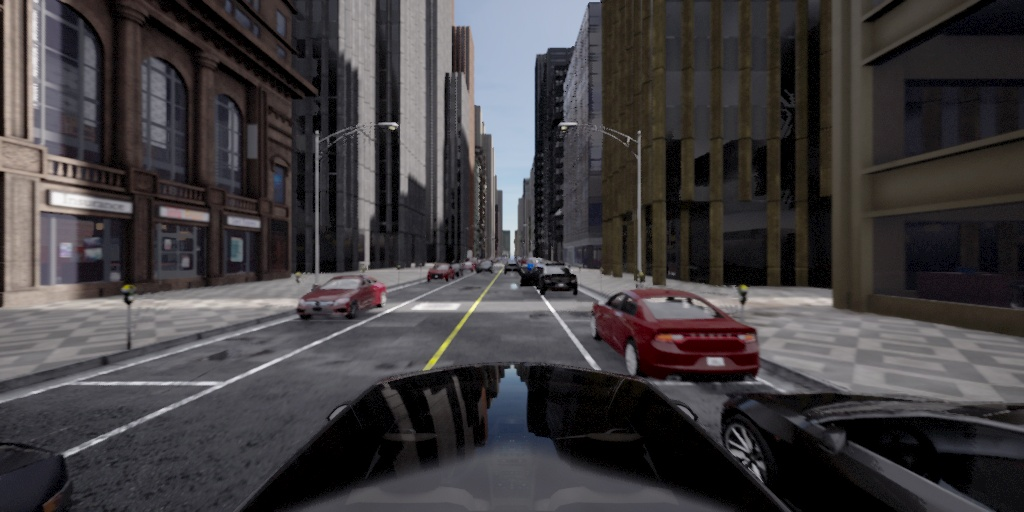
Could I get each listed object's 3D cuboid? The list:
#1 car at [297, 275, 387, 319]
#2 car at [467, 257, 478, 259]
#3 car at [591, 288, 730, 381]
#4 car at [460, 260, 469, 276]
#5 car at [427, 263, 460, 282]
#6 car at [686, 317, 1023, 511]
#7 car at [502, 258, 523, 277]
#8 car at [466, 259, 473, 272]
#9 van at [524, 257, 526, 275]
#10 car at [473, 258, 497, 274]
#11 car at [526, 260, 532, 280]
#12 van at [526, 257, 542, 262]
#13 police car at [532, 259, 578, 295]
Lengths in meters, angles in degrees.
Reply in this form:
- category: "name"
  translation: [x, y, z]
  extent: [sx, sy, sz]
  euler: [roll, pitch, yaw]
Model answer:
- category: "car"
  translation: [-5.761, 1.340, 12.705]
  extent: [1.802, 1.307, 4.207]
  euler: [0, 0, 0]
- category: "car"
  translation: [-5.754, 1.108, 52.034]
  extent: [2.192, 1.841, 5.009]
  euler: [0, 0, 0]
- category: "car"
  translation: [2.764, 1.299, 7.101]
  extent: [1.888, 1.381, 4.507]
  euler: [0, 0, 0]
- category: "car"
  translation: [-5.757, 1.342, 35.179]
  extent: [1.948, 1.339, 4.313]
  euler: [0, 0, 0]
- category: "car"
  translation: [-5.758, 1.317, 29.560]
  extent: [1.888, 1.381, 4.507]
  euler: [0, 0, 0]
- category: "car"
  translation: [2.763, 1.316, 1.482]
  extent: [1.948, 1.339, 4.313]
  euler: [0, 0, 0]
- category: "car"
  translation: [0.034, 1.288, 41.700]
  extent: [1.837, 1.490, 4.892]
  euler: [0, 0, 0]
- category: "car"
  translation: [-5.755, 1.369, 46.415]
  extent: [1.802, 1.307, 4.207]
  euler: [0, 0, 0]
- category: "van"
  translation: [2.770, 1.128, 46.432]
  extent: [1.690, 1.789, 3.998]
  euler: [0, 0, 0]
- category: "car"
  translation: [-3.080, 1.287, 41.256]
  extent: [1.837, 1.490, 4.892]
  euler: [0, 0, 0]
- category: "car"
  translation: [2.768, 1.327, 35.194]
  extent: [2.007, 1.370, 4.403]
  euler: [0, 0, 0]
- category: "van"
  translation: [2.769, 1.123, 40.814]
  extent: [1.690, 1.789, 3.998]
  euler: [0, 0, 0]
- category: "police car"
  translation: [2.370, 1.189, 19.890]
  extent: [1.930, 1.638, 5.238]
  euler: [0, 0, 0]
